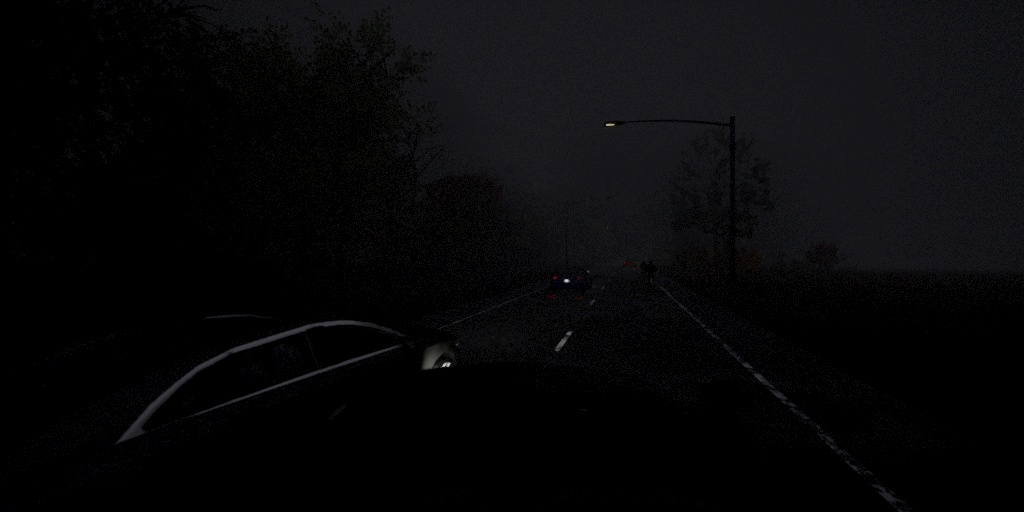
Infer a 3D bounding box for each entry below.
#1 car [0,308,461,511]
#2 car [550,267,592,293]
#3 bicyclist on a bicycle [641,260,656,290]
[{"bbox_3d":[-2.149,1.241,3.345,2.128,1.511,4.902,0,0,18],"label":"car"},{"bbox_3d":[3.569,1.317,21.187,1.994,1.385,4.181,0,0,18],"label":"car"},{"bbox_3d":[8.022,1.125,20.773,0.659,1.776,1.843,0,0,18],"label":"bicyclist on a bicycle"}]
